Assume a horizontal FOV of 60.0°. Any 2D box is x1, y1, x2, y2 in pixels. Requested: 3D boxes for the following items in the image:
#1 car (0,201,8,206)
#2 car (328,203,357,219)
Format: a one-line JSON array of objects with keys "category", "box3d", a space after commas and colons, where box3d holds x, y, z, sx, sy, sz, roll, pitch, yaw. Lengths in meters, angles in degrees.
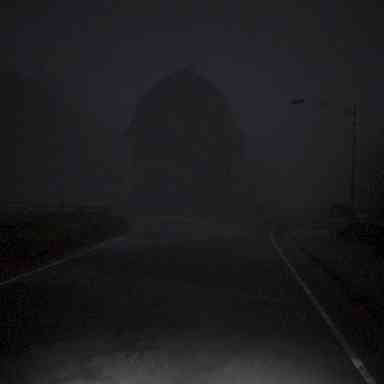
[{"category": "car", "box3d": [-17.738, 0.938, 27.555, 4.892, 1.490, 1.837, 2, 0, 5]}, {"category": "car", "box3d": [16.048, 1.943, 35.367, 2.128, 1.511, 4.902, 2, 0, 40]}]
